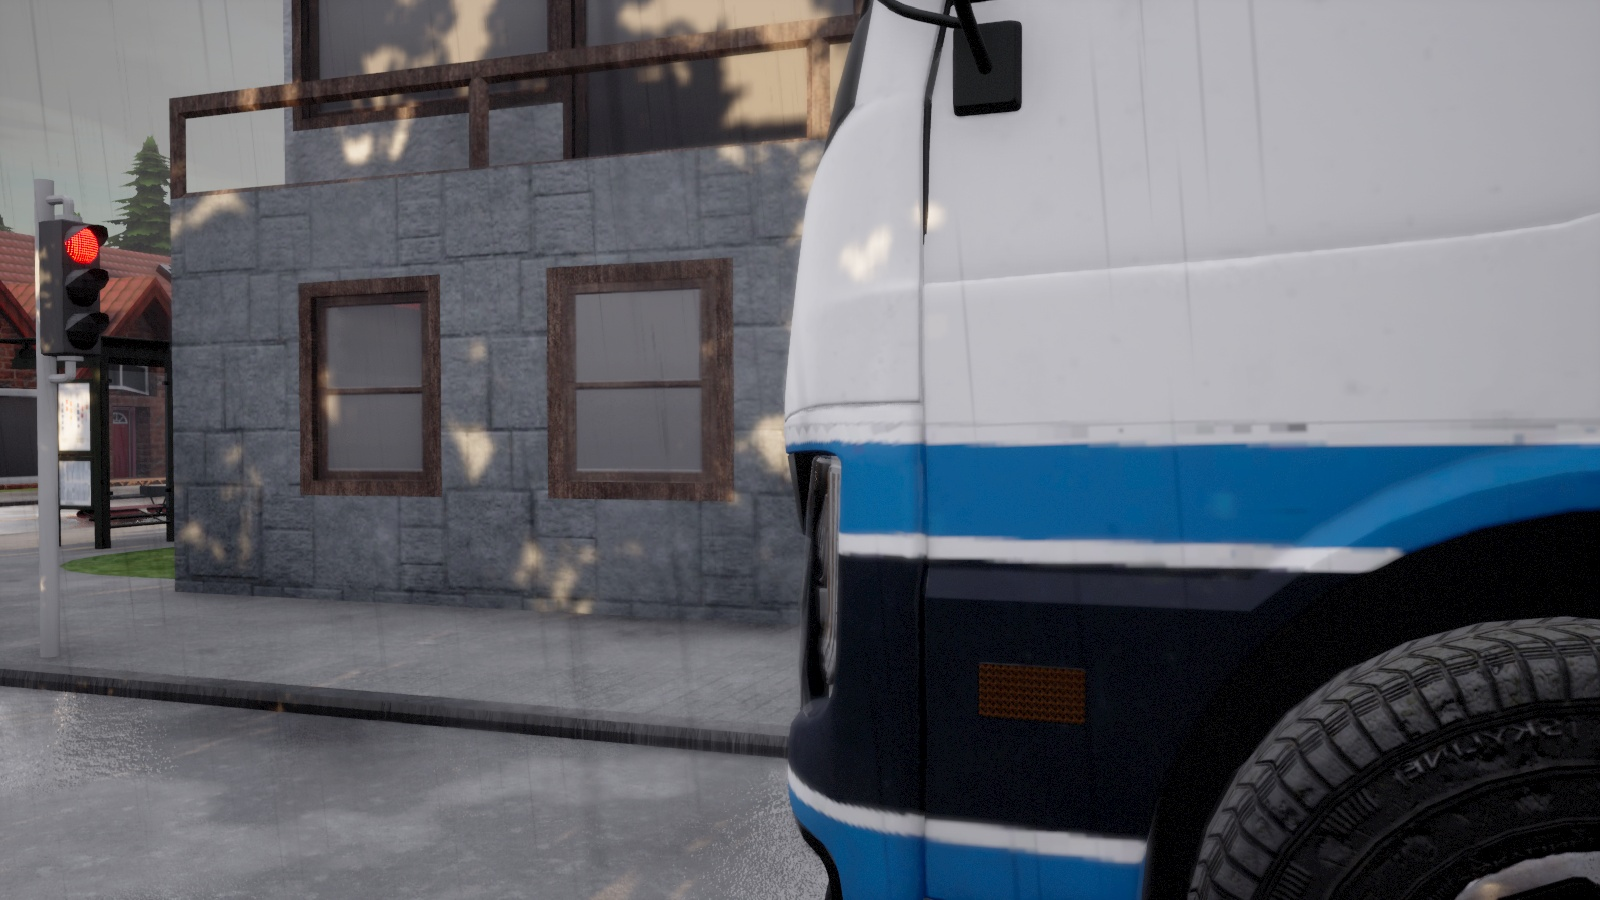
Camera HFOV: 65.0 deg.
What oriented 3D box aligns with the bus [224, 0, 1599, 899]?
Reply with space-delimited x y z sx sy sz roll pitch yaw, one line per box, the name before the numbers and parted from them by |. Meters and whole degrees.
bus | 4.544 -0.567 2.134 10.273 4.253 3.944 1 1 21
